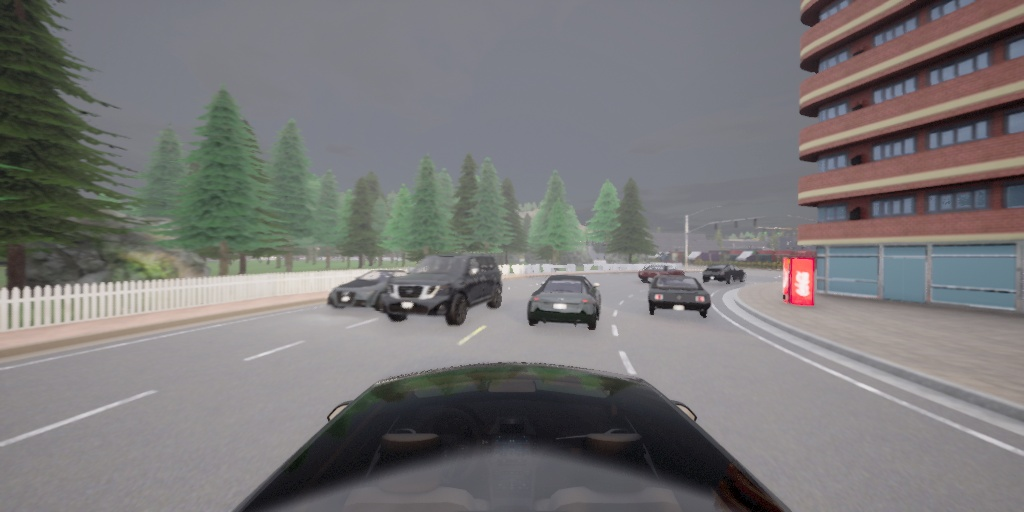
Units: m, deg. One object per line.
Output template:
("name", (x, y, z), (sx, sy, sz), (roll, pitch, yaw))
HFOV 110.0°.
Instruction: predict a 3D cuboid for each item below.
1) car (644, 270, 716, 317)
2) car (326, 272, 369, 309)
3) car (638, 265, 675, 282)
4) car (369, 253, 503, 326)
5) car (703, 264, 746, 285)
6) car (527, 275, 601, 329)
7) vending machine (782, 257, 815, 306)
("car", (6.128, 1.380, 13.575), (1.895, 1.301, 4.718), (1, 0, 21))
("car", (-4.929, 1.226, 13.776), (1.994, 1.385, 4.181), (1, 0, 17))
("car", (11.871, 1.396, 28.364), (4.718, 1.301, 1.895), (0, 0, -45))
("car", (-1.969, 0.920, 11.987), (2.150, 2.045, 5.566), (0, 0, 16))
("car", (16.391, 1.350, 27.656), (4.892, 1.490, 1.837), (1, 0, -41))
("car", (1.796, 1.304, 11.452), (1.994, 1.385, 4.181), (1, 0, 15))
("vending machine", (11.623, 1.030, 14.564), (1.100, 2.100, 0.880), (0, 0, 27))
